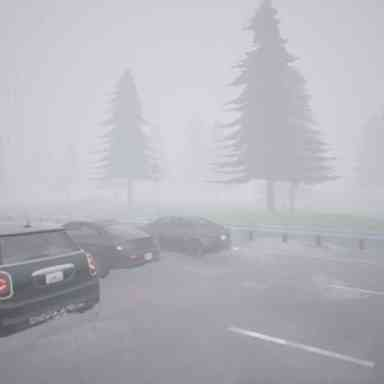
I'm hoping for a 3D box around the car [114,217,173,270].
[{"bbox_3d":[-3.072,1.511,9.954,4.674,1.442,1.812,0,0,33],"label":"car"}]

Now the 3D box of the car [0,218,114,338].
[{"bbox_3d":[-3.926,1.345,6.332,4.553,1.767,2.097,0,0,33],"label":"car"}]

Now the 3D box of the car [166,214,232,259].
[{"bbox_3d":[-0.611,1.541,12.529,4.181,1.385,1.994,0,0,33],"label":"car"}]
